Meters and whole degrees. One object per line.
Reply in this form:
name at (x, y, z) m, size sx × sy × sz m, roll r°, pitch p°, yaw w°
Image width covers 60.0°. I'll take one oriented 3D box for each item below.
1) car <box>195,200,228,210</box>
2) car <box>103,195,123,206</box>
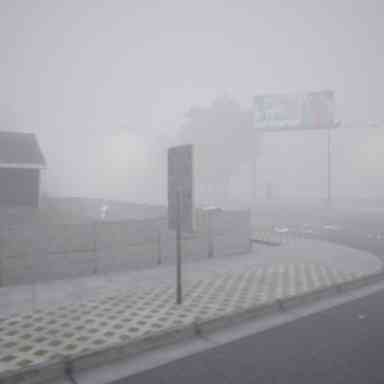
car at (1.048, 1.403, 26.168) m, size 1.812 × 1.442 × 4.674 m, roll 0°, pitch 1°, yaw -34°
car at (-10.783, 1.089, 44.673) m, size 1.994 × 1.385 × 4.181 m, roll 0°, pitch 1°, yaw -31°
